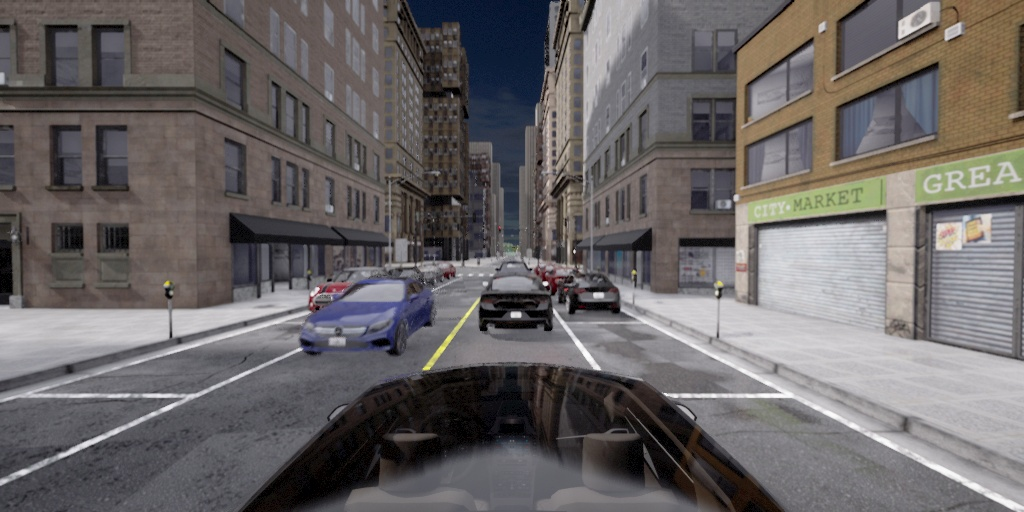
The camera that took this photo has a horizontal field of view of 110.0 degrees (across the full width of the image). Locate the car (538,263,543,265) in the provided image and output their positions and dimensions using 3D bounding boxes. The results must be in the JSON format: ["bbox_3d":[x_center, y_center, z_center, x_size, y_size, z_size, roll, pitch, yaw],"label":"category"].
[{"bbox_3d":[2.768,1.240,24.470,1.888,1.381,4.507,0,0,0],"label":"car"}]

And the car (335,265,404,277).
[{"bbox_3d":[-5.761,1.161,13.462,1.967,1.591,4.097,0,0,0],"label":"car"}]

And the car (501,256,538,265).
[{"bbox_3d":[0.106,1.058,20.010,2.097,1.767,4.553,0,0,0],"label":"car"}]

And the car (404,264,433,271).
[{"bbox_3d":[-5.760,1.274,18.967,1.948,1.339,4.313,0,0,0],"label":"car"}]

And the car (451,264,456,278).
[{"bbox_3d":[-5.756,1.228,29.978,1.888,1.381,4.507,0,0,0],"label":"car"}]

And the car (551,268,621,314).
[{"bbox_3d":[2.764,1.287,13.460,1.948,1.339,4.313,0,0,0],"label":"car"}]

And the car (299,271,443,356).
[{"bbox_3d":[-3.096,1.258,8.698,1.812,1.442,4.674,0,0,0],"label":"car"}]

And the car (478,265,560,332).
[{"bbox_3d":[0.100,1.205,10.745,1.882,1.535,5.008,0,0,0],"label":"car"}]

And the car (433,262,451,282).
[{"bbox_3d":[-5.758,1.246,24.472,2.007,1.370,4.403,0,0,0],"label":"car"}]

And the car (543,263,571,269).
[{"bbox_3d":[2.766,1.253,18.964,1.888,1.381,4.507,0,0,0],"label":"car"}]
